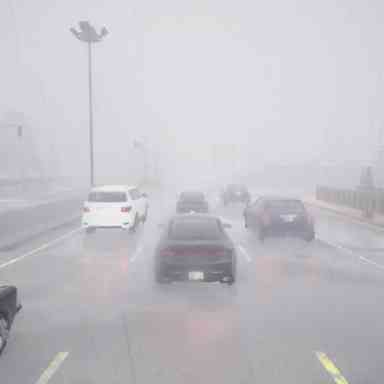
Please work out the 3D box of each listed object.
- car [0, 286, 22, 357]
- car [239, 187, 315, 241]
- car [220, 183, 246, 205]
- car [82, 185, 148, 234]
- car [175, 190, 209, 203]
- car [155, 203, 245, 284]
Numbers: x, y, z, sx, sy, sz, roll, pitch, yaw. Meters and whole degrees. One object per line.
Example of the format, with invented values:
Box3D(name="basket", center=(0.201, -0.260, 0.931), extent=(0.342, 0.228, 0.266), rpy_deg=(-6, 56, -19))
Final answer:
Box3D(name="car", center=(-3.407, 1.585, 2.724), extent=(1.895, 1.301, 4.718), rpy_deg=(0, 1, 0))
Box3D(name="car", center=(3.540, 0.908, 14.325), extent=(2.097, 1.767, 4.553), rpy_deg=(0, 4, 0))
Box3D(name="car", center=(3.468, 0.035, 27.148), extent=(2.097, 1.767, 4.553), rpy_deg=(0, 4, 0))
Box3D(name="car", center=(-3.469, 0.679, 15.881), extent=(2.150, 2.045, 5.566), rpy_deg=(0, 4, 0))
Box3D(name="car", center=(0.007, 0.636, 20.648), extent=(1.837, 1.490, 4.892), rpy_deg=(0, 4, 0))
Box3D(name="car", center=(0.069, 1.324, 9.099), extent=(1.837, 1.490, 4.892), rpy_deg=(0, 3, 0))
